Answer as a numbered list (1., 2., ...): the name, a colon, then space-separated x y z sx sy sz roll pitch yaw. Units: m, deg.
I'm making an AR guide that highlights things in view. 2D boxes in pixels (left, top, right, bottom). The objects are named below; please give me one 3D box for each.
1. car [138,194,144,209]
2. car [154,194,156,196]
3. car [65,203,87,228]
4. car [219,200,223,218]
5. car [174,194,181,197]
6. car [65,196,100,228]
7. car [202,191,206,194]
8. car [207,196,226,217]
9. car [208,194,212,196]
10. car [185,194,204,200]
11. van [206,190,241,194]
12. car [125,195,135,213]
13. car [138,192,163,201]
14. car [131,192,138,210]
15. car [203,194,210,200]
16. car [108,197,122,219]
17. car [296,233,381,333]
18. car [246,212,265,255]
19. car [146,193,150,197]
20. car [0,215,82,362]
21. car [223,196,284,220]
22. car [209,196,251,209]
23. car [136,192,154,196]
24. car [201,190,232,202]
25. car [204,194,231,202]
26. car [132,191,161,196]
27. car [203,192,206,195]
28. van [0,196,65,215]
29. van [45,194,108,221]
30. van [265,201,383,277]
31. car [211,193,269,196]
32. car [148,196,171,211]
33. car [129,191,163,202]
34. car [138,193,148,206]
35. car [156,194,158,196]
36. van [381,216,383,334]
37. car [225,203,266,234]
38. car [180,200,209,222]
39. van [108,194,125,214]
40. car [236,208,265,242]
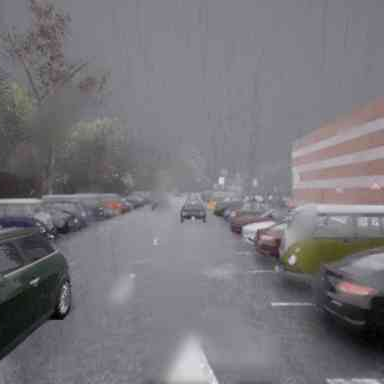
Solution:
1. car: -8.139 1.273 36.404 5.008 1.535 2.097 0 1 0
2. car: -8.137 1.154 47.822 5.008 1.535 2.097 0 1 0
3. car: -8.184 1.508 16.766 4.792 1.488 2.163 0 1 0
4. car: 4.418 1.460 22.469 4.674 1.452 2.002 0 1 0
5. car: -3.232 0.637 78.310 1.895 1.301 4.718 0 1 0
6. car: -8.120 1.325 19.462 4.553 1.767 2.185 0 1 0
7. car: 4.434 1.062 56.374 5.008 1.535 2.097 0 1 0
8. car: 4.236 1.357 28.119 5.366 1.575 1.946 0 1 0
9. car: 4.609 1.298 33.770 5.366 1.575 1.946 0 1 0
10. car: 0.102 1.301 41.911 1.994 1.385 4.181 0 1 0
11. van: 4.308 0.987 42.245 4.442 1.987 1.878 0 1 0
12. car: -8.151 1.332 30.757 5.008 1.535 2.097 0 1 0
13. car: -8.080 0.829 64.771 4.553 1.767 2.185 0 0 0
14. car: -8.176 1.177 33.579 4.553 1.767 2.185 0 1 0
15. car: 4.238 1.269 36.596 5.366 1.575 1.946 0 1 0
16. car: -8.154 1.391 25.235 4.892 1.521 2.231 0 1 0
17. car: 4.414 1.561 5.492 4.674 1.452 2.002 0 0 0
18. car: 4.415 1.573 11.157 4.674 1.452 2.002 0 1 0
19. car: -8.172 1.243 42.175 4.792 1.488 2.163 0 1 0
20. car: -3.343 1.385 4.432 2.097 1.767 4.553 0 0 0
21. car: 4.388 1.324 19.641 4.553 1.767 2.185 0 1 0
22. car: 4.427 1.282 39.422 4.674 1.452 2.002 0 1 0
23. car: -8.138 1.183 44.999 5.008 1.535 2.097 0 1 0
24. car: 4.458 0.745 62.024 5.566 2.045 2.435 0 1 0
25. car: 4.432 1.069 59.202 4.674 1.452 2.002 0 1 0
26. car: -8.151 1.064 56.293 4.892 1.521 2.231 0 1 0
27. car: 4.430 1.164 50.724 4.674 1.452 2.002 0 1 0
28. van: -8.035 1.283 13.937 4.442 1.987 1.878 0 1 0
29. van: -8.267 1.194 22.408 4.442 1.987 1.878 0 1 0
30. van: 4.301 1.311 8.200 4.442 1.987 1.878 0 0 0
31. car: 4.391 1.205 30.944 4.553 1.767 2.185 0 1 0
32. car: -3.338 1.393 36.550 1.895 1.301 4.718 0 1 0
33. car: -8.116 0.780 58.990 5.566 2.045 2.435 0 1 0
34. car: -8.148 1.244 39.227 5.008 1.535 2.097 0 1 0
35. car: -8.138 1.125 50.646 4.892 1.521 2.231 0 1 0
36. van: 4.299 1.274 2.669 4.442 1.987 1.878 0 0 0
37. car: 4.425 1.479 16.817 5.008 1.535 2.097 0 1 0
38. car: 0.089 1.510 25.332 1.895 1.301 4.718 0 1 0
39. van: -8.262 1.135 28.058 4.442 1.987 1.878 0 1 0
40. car: 4.421 1.548 13.992 4.674 1.452 2.002 0 1 0
